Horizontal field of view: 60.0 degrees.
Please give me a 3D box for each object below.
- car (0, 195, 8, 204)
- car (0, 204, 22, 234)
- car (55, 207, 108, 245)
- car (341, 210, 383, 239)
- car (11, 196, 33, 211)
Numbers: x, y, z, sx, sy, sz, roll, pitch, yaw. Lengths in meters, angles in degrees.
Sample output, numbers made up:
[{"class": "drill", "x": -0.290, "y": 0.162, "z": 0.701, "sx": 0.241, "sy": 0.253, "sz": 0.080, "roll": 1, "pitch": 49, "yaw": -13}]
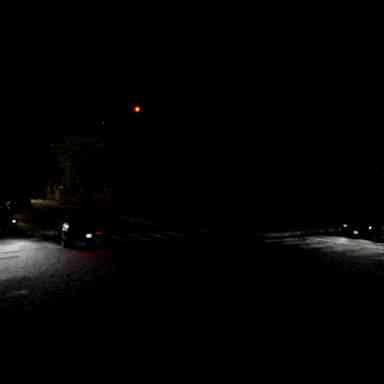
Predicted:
[{"class": "car", "x": -16.630, "y": 1.189, "z": 27.469, "sx": 2.150, "sy": 2.045, "sz": 5.566, "roll": 0, "pitch": 0, "yaw": -32}, {"class": "car", "x": -10.914, "y": 1.581, "z": 18.487, "sx": 1.895, "sy": 1.301, "sz": 4.718, "roll": 0, "pitch": 0, "yaw": -33}, {"class": "car", "x": -5.189, "y": 1.490, "z": 15.581, "sx": 1.837, "sy": 1.490, "sz": 4.892, "roll": 2, "pitch": -1, "yaw": -25}, {"class": "car", "x": 10.811, "y": 1.771, "z": 18.955, "sx": 5.357, "sy": 1.411, "sz": 2.033, "roll": 1, "pitch": 0, "yaw": -34}, {"class": "car", "x": -20.634, "y": 1.301, "z": 40.231, "sx": 2.097, "sy": 1.767, "sz": 4.553, "roll": 0, "pitch": 0, "yaw": -32}]
